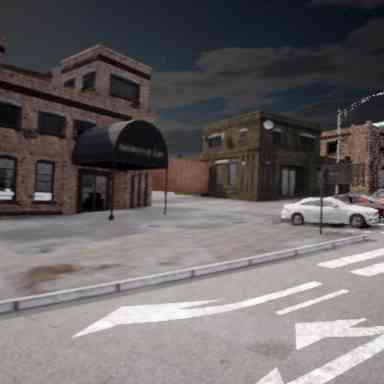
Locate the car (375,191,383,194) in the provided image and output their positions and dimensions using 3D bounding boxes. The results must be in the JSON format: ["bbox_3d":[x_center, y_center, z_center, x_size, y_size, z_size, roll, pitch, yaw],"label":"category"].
[{"bbox_3d":[9.523,0.866,18.900,4.792,1.488,2.163,-1,1,37],"label":"car"}]

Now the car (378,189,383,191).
[{"bbox_3d":[11.973,0.598,20.519,4.553,1.767,2.185,-1,1,37],"label":"car"}]

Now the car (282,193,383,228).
[{"bbox_3d":[7.040,0.990,17.288,4.674,1.452,2.002,-1,1,36],"label":"car"}]
